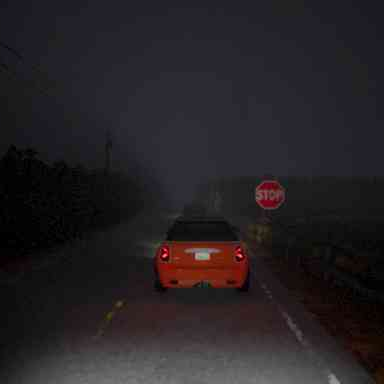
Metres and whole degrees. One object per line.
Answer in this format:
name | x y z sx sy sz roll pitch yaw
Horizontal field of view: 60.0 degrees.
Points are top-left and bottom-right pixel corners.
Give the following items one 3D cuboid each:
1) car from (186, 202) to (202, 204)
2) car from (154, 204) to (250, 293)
car | 0.147 1.567 27.899 1.882 1.535 5.008 0 0 -1
car | 0.242 1.381 9.101 2.097 1.767 4.553 0 0 1
